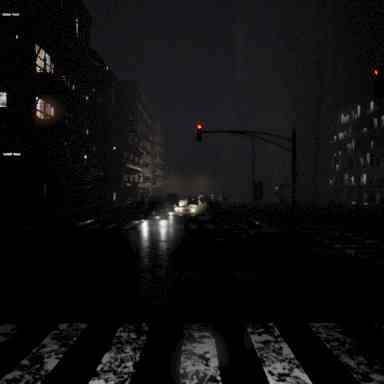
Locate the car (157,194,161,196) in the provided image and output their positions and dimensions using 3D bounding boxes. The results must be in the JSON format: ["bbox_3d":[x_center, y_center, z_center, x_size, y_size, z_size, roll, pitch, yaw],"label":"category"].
[{"bbox_3d":[-5.692,1.312,52.333,2.192,1.841,5.009,-1,0,0],"label":"car"}]

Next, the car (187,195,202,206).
[{"bbox_3d":[0.117,1.545,55.641,2.033,1.411,5.357,0,0,0],"label":"car"}]

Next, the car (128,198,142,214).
[{"bbox_3d":[-5.693,1.540,35.385,1.887,1.381,4.507,-1,0,0],"label":"car"}]

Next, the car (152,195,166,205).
[{"bbox_3d":[-5.689,1.439,57.981,1.967,1.590,4.097,-1,0,0],"label":"car"}]

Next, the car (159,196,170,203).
[{"bbox_3d":[-5.685,1.583,69.279,1.802,1.307,4.206,-1,0,0],"label":"car"}]

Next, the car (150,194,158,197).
[{"bbox_3d":[-5.693,1.436,41.034,1.967,1.590,4.097,-1,0,0],"label":"car"}]

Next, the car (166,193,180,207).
[{"bbox_3d":[-3.076,1.220,50.889,2.150,2.045,5.566,0,0,0],"label":"car"}]

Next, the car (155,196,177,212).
[{"bbox_3d":[-3.087,1.521,39.109,1.812,1.442,4.674,0,0,0],"label":"car"}]

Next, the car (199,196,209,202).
[{"bbox_3d":[2.664,1.547,74.984,1.887,1.381,4.507,-1,0,0],"label":"car"}]

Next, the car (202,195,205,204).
[{"bbox_3d":[2.661,1.551,63.685,2.008,1.369,4.403,-1,0,0],"label":"car"}]

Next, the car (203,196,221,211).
[{"bbox_3d":[2.655,1.540,41.090,1.887,1.381,4.507,-1,0,0],"label":"car"}]

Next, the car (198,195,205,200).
[{"bbox_3d":[2.667,1.534,92.101,1.752,1.417,4.829,-1,0,0],"label":"car"}]

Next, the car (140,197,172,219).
[{"bbox_3d":[-3.093,1.500,29.354,1.837,1.490,4.892,0,0,0],"label":"car"}]

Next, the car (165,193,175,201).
[{"bbox_3d":[-5.685,1.321,86.226,2.192,1.841,5.009,-1,0,0],"label":"car"}]
